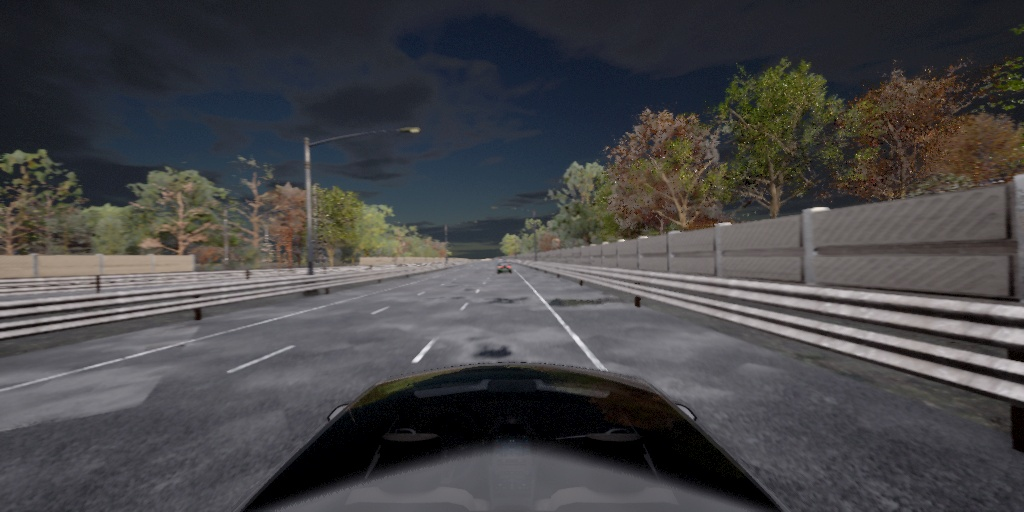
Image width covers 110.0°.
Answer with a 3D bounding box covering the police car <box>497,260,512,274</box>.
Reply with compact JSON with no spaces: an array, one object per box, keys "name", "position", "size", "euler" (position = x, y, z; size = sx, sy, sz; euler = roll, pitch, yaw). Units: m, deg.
[{"name":"police car","position":[-1.027,1.601,49.008],"size":[2.038,1.542,4.974],"euler":[-2,0,-1]}]
